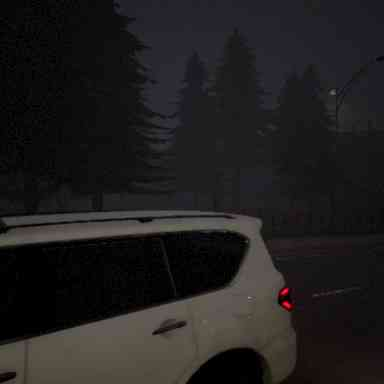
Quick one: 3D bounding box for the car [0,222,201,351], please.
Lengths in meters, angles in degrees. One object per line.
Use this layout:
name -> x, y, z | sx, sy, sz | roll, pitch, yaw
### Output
car -> -2.481, 1.491, 6.096 | 4.902, 1.511, 2.128 | 0, 0, -31

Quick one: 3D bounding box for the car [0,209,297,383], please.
car -> -1.576, 1.221, 2.700 | 5.566, 2.045, 2.150 | 0, 0, -33
